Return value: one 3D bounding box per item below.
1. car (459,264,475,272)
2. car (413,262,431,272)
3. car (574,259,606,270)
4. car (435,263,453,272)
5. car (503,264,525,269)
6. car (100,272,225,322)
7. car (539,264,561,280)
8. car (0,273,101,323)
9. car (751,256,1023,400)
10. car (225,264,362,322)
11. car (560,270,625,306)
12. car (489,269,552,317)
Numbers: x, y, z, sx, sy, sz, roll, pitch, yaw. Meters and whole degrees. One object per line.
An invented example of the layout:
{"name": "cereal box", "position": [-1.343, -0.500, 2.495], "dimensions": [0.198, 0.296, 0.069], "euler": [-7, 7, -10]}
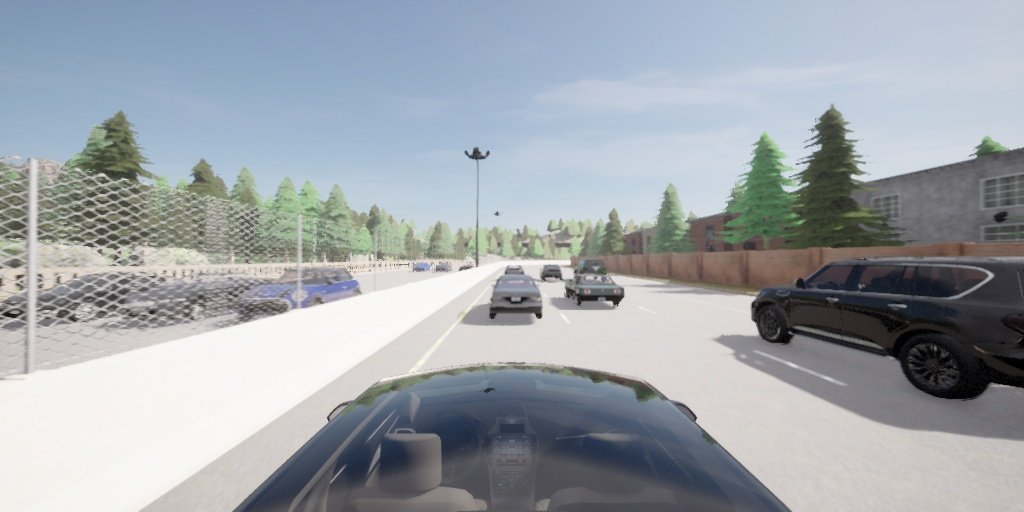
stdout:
{"name": "car", "position": [-6.896, 1.804, 55.119], "dimensions": [1.895, 1.301, 4.718], "euler": [0, -1, 1]}
{"name": "car", "position": [-13.891, 1.676, 55.534], "dimensions": [1.882, 1.535, 5.008], "euler": [0, 0, 1]}
{"name": "car", "position": [7.194, 1.256, 33.408], "dimensions": [2.150, 2.045, 5.566], "euler": [0, 0, 0]}
{"name": "car", "position": [-10.392, 1.748, 55.303], "dimensions": [2.033, 1.411, 5.357], "euler": [0, 0, 1]}
{"name": "car", "position": [0.197, 1.526, 34.453], "dimensions": [2.128, 1.511, 4.902], "euler": [0, 0, 0]}
{"name": "car", "position": [-10.571, 1.323, 12.638], "dimensions": [2.128, 1.511, 4.902], "euler": [0, 0, 0]}
{"name": "car", "position": [3.697, 1.544, 34.401], "dimensions": [1.837, 1.490, 4.892], "euler": [0, 0, 0]}
{"name": "car", "position": [-14.072, 1.331, 12.581], "dimensions": [1.837, 1.490, 4.892], "euler": [0, 0, 0]}
{"name": "car", "position": [7.113, 1.026, 6.693], "dimensions": [2.150, 2.045, 5.566], "euler": [0, 0, 0]}
{"name": "car", "position": [-7.071, 1.187, 12.520], "dimensions": [2.097, 1.767, 4.553], "euler": [0, 0, 0]}
{"name": "car", "position": [3.640, 1.485, 16.701], "dimensions": [1.895, 1.301, 4.718], "euler": [0, 0, 0]}
{"name": "car", "position": [0.131, 1.401, 13.592], "dimensions": [2.033, 1.411, 5.357], "euler": [0, 0, 0]}
